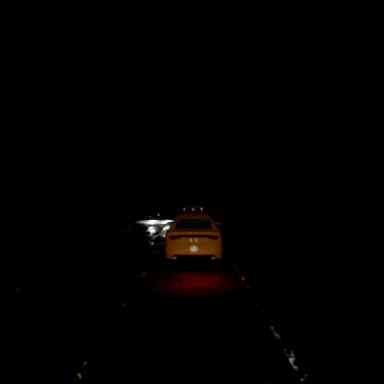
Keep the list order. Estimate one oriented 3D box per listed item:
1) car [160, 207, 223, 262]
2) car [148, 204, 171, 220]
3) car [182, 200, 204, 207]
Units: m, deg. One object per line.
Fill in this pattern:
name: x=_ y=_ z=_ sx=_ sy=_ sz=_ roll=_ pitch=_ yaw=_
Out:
car: x=0.069 y=1.567 z=12.460 sx=1.882 sy=1.535 sz=5.008 roll=0 pitch=0 yaw=0
car: x=-2.843 y=1.775 z=30.344 sx=1.994 sy=1.385 sz=4.181 roll=0 pitch=0 yaw=0
car: x=0.099 y=1.574 z=31.885 sx=2.097 sy=1.767 sz=4.553 roll=0 pitch=0 yaw=0
